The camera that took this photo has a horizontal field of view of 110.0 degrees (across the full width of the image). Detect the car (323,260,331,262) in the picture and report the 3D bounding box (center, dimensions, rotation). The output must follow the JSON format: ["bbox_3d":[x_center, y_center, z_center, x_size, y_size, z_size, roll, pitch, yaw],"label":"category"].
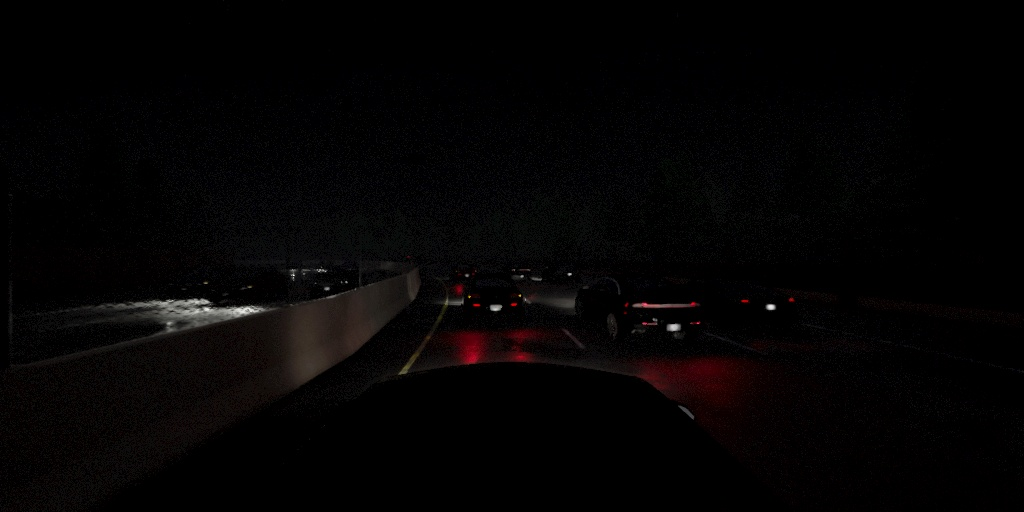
[{"bbox_3d":[-28.366,1.316,55.003,1.994,1.385,4.181,0,0,-35],"label":"car"}]

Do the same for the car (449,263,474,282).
[{"bbox_3d":[-3.941,1.241,28.616,1.812,1.442,4.674,0,0,-15],"label":"car"}]

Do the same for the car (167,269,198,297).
[{"bbox_3d":[-16.199,1.300,19.400,1.812,1.442,4.674,0,0,-13],"label":"car"}]

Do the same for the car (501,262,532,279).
[{"bbox_3d":[0.086,1.196,27.130,2.128,1.511,4.902,0,0,-14],"label":"car"}]

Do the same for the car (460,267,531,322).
[{"bbox_3d":[-0.713,1.259,12.236,1.812,1.442,4.674,0,0,-6],"label":"car"}]

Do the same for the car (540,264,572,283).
[{"bbox_3d":[3.624,1.256,27.398,1.994,1.385,4.181,0,0,-14],"label":"car"}]

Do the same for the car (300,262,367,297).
[{"bbox_3d":[-9.000,1.242,18.944,2.128,1.511,4.902,0,0,-11],"label":"car"}]

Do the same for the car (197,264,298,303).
[{"bbox_3d":[-12.162,1.290,16.957,1.812,1.442,4.674,0,0,-11],"label":"car"}]

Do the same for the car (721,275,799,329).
[{"bbox_3d":[6.428,1.275,11.154,1.994,1.385,4.181,0,0,-5],"label":"car"}]

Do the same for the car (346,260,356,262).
[{"bbox_3d":[-25.385,1.287,56.975,2.033,1.411,5.357,0,0,-35],"label":"car"}]

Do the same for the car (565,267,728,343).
[{"bbox_3d":[3.080,1.217,9.626,2.128,1.511,4.902,0,0,-4],"label":"car"}]
